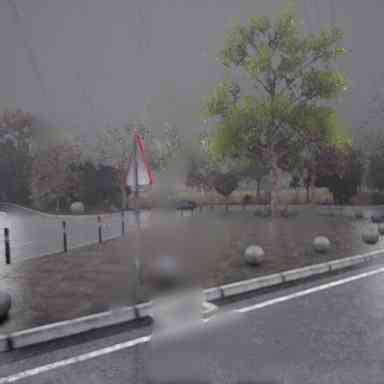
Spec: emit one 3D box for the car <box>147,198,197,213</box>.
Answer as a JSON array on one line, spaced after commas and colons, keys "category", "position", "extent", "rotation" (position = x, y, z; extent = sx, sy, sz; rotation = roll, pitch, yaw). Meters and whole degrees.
[{"category": "car", "position": [-1.931, 1.284, 33.941], "extent": [5.357, 1.411, 2.033], "rotation": [-2, 1, -43]}]
